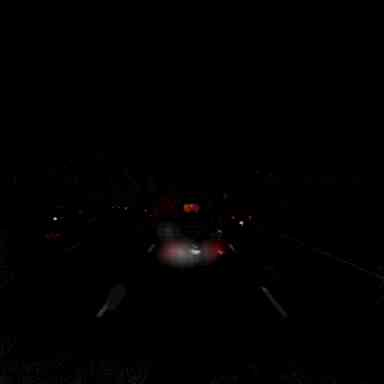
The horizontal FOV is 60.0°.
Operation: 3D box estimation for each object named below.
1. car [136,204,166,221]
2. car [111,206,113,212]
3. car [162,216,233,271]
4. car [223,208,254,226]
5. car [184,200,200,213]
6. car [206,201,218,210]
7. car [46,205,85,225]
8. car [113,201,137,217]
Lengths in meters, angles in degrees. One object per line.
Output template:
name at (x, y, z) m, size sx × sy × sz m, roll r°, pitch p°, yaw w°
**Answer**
car at (-3.484, 1.884, 30.880) m, size 2.128 × 1.511 × 4.902 m, roll 0°, pitch -1°, yaw 0°
car at (-10.581, 2.228, 49.272) m, size 1.895 × 1.301 × 4.718 m, roll 0°, pitch -1°, yaw 0°
car at (0.095, 1.694, 11.357) m, size 2.033 × 1.411 × 5.357 m, roll 0°, pitch -1°, yaw 0°
car at (3.548, 1.936, 26.249) m, size 1.895 × 1.301 × 4.718 m, roll 0°, pitch -1°, yaw 0°
car at (-0.057, 1.922, 44.772) m, size 2.097 × 1.767 × 4.553 m, roll 0°, pitch -1°, yaw 0°
car at (3.379, 2.216, 56.990) m, size 2.128 × 1.511 × 4.902 m, roll 0°, pitch -1°, yaw 0°
car at (-10.470, 1.858, 27.857) m, size 1.837 × 1.490 × 4.892 m, roll 0°, pitch -1°, yaw 0°
car at (-7.018, 1.828, 37.373) m, size 2.097 × 1.767 × 4.553 m, roll 0°, pitch -1°, yaw 0°
